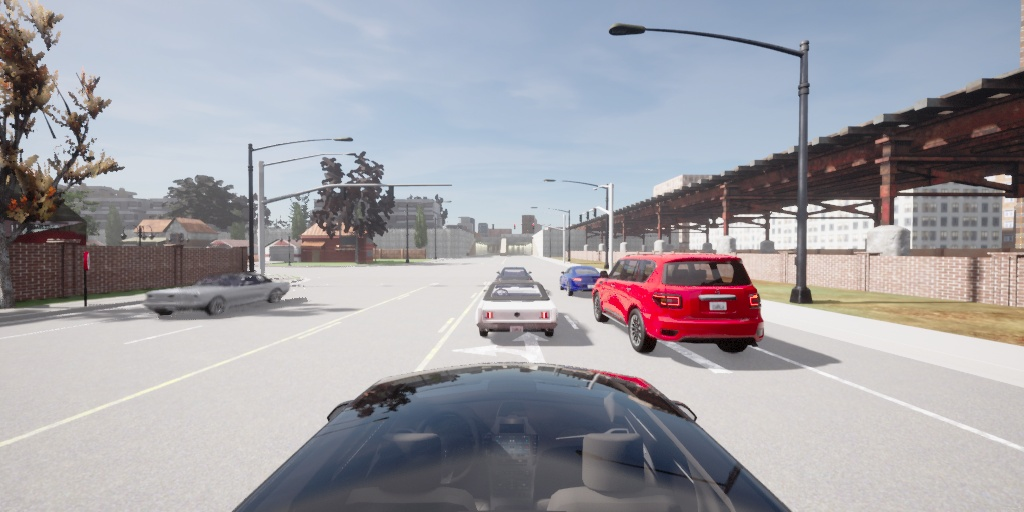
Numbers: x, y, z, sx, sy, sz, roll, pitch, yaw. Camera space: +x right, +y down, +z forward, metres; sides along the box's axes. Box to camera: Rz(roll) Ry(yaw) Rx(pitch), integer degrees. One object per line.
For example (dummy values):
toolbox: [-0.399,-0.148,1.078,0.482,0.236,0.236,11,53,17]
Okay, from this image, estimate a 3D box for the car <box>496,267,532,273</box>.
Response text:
car: [0.113,1.255,18.986,1.994,1.385,4.181,0,0,0]

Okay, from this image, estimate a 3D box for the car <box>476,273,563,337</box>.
car: [0.107,1.335,10.235,1.895,1.301,4.718,0,0,0]

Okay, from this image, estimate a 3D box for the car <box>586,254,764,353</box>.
car: [3.607,0.961,8.982,2.150,2.045,5.566,0,0,0]

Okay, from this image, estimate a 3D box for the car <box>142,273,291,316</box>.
car: [-10.569,1.319,13.331,1.895,1.301,4.718,0,0,0]

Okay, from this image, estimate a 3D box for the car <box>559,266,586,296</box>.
car: [3.615,1.221,18.683,1.812,1.442,4.674,0,0,0]
